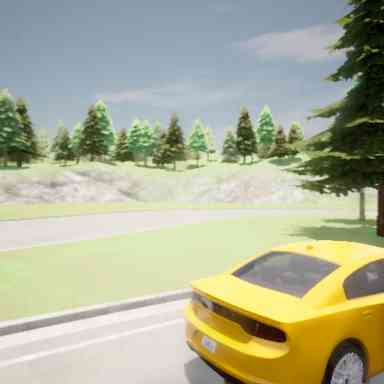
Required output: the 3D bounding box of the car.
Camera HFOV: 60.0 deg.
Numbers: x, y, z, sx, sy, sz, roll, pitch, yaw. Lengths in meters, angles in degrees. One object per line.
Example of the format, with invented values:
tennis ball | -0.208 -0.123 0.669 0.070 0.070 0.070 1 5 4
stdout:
car | 2.276 1.483 4.884 5.008 1.535 1.882 0 0 -32
